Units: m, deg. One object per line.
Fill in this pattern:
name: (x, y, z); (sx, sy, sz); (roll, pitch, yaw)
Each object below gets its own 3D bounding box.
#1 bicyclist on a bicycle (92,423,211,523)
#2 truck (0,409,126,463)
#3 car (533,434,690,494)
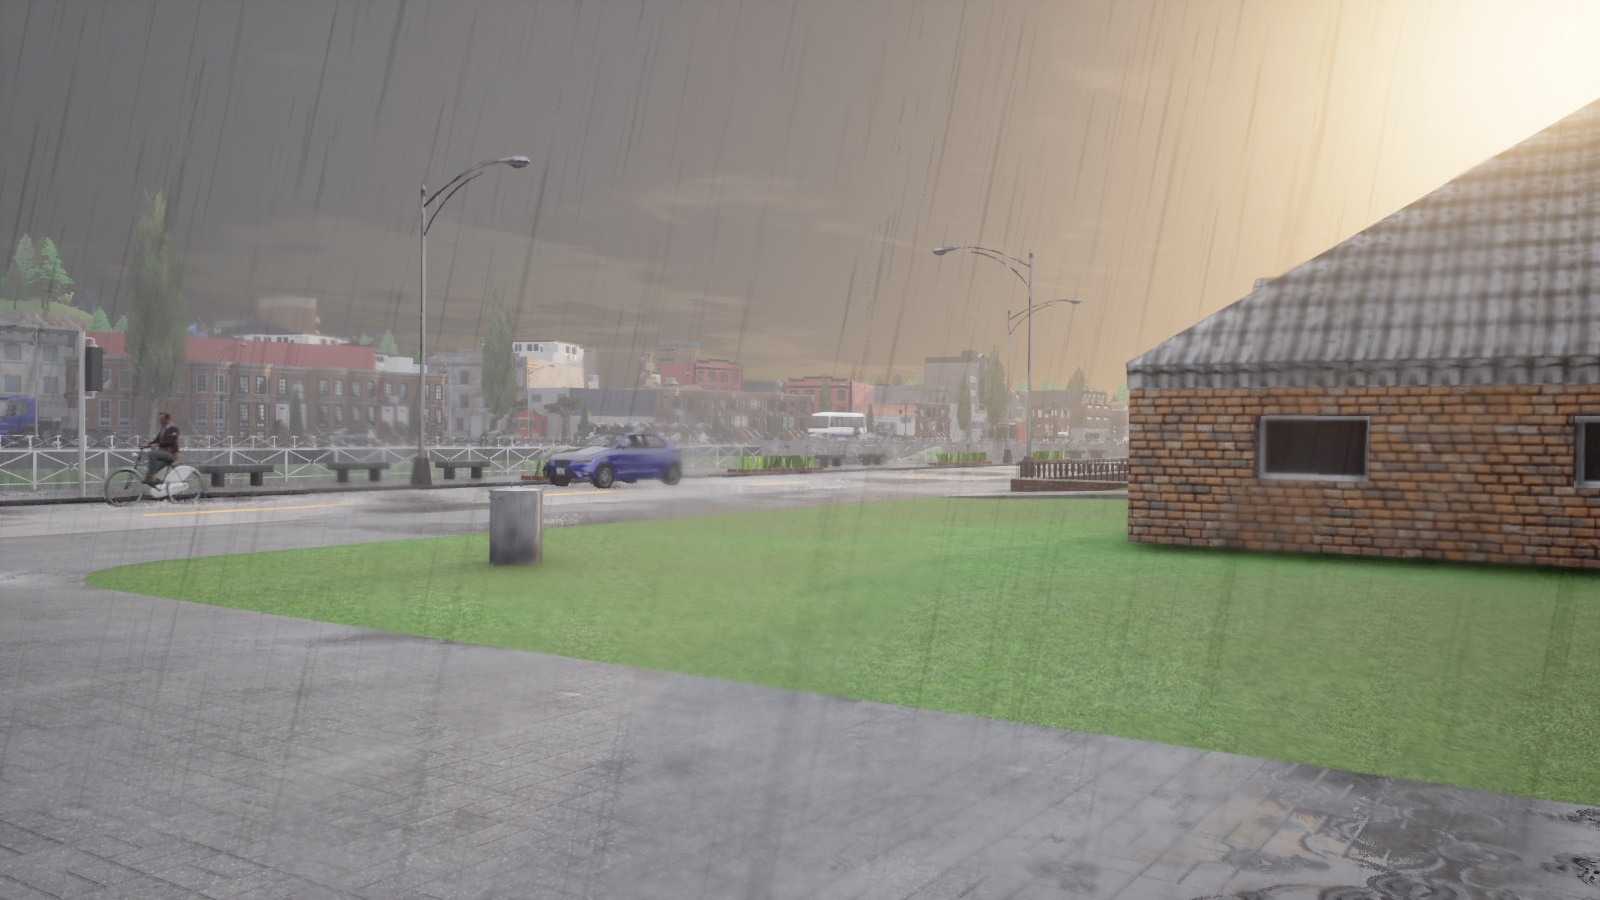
bicyclist on a bicycle: (-11.957, 0.394, 23.195); (0.659, 1.776, 1.843); (0, 1, 34)
truck: (-50.101, -0.950, 84.439); (2.891, 3.462, 7.936); (0, 1, 34)
car: (-4.972, 0.330, 33.714); (1.816, 1.474, 4.193); (0, 1, 34)
